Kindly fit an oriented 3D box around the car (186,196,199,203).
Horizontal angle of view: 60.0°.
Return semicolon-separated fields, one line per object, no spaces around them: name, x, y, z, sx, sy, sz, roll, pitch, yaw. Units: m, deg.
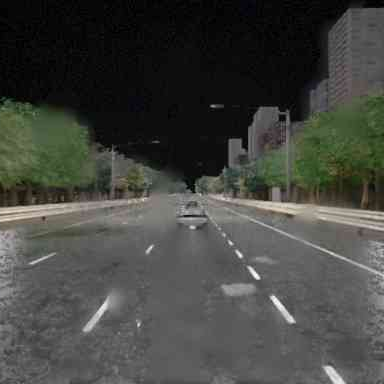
car;0.091;1.958;58.742;1.837;1.490;4.892;0;0;0

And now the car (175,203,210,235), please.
car;0.026;1.624;19.604;2.128;1.511;4.902;0;0;0
